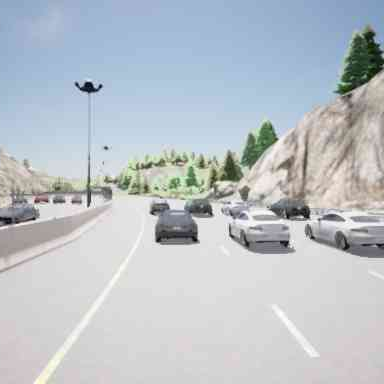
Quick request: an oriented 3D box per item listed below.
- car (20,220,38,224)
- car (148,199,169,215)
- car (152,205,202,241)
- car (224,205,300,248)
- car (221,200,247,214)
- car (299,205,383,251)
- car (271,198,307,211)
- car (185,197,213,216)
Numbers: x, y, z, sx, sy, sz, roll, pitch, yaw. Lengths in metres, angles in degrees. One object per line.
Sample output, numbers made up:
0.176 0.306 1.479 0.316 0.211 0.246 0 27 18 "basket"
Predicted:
-12.405 1.567 23.699 2.033 1.411 5.357 0 0 -8 "car"
-3.376 1.489 34.203 2.128 1.511 4.902 0 0 -11 "car"
-0.828 1.561 16.621 1.994 1.385 4.181 0 0 -5 "car"
2.852 1.515 14.735 1.812 1.442 4.674 0 0 -5 "car"
4.158 1.508 31.916 1.812 1.442 4.674 0 0 -10 "car"
6.428 1.508 13.949 1.812 1.442 4.674 0 0 -4 "car"
8.240 1.326 28.583 2.097 1.767 4.553 0 0 -8 "car"
0.548 1.342 32.203 2.097 1.767 4.553 0 0 -10 "car"
